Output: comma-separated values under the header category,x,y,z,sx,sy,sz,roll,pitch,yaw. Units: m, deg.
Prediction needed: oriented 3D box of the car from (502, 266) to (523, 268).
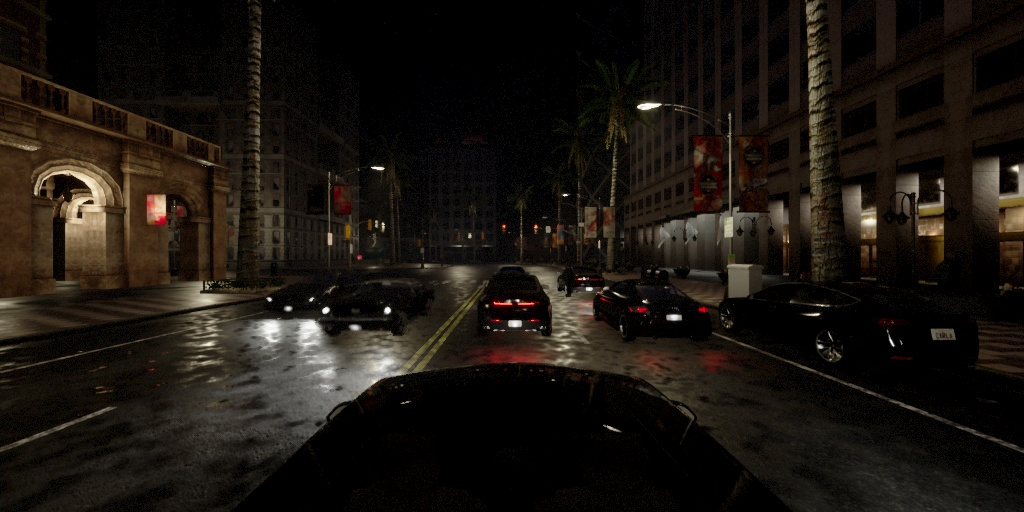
category,x,y,z,sx,sy,sz,roll,pitch,yaw
car,0.003,1.276,19.334,1.812,1.442,4.674,0,0,-2

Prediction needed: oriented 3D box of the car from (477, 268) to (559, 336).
category,x,y,z,sx,sy,sz,roll,pitch,yaw
car,0.047,1.254,10.387,1.837,1.490,4.892,0,0,-1

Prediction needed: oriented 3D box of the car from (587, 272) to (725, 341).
category,x,y,z,sx,sy,sz,roll,pitch,yaw
car,3.553,1.314,9.840,1.994,1.385,4.181,0,0,0

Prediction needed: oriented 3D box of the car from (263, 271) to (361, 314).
category,x,y,z,sx,sy,sz,roll,pitch,yaw
car,-7.131,1.298,14.092,2.033,1.411,5.357,0,0,0

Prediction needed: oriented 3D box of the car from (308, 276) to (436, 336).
category,x,y,z,sx,sy,sz,roll,pitch,yaw
car,-3.629,1.351,10.508,1.895,1.301,4.718,0,0,0

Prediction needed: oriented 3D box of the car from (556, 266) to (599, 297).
category,x,y,z,sx,sy,sz,roll,pitch,yaw
car,3.506,1.255,18.750,1.837,1.490,4.892,0,0,0
